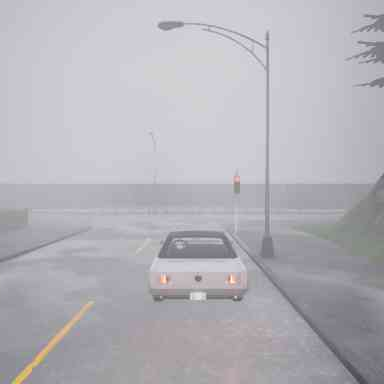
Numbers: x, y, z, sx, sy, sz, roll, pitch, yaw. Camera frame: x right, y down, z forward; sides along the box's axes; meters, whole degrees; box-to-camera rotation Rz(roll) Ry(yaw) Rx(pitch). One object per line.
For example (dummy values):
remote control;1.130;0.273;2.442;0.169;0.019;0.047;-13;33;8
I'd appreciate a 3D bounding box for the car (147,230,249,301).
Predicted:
car;0.118;1.601;8.256;1.895;1.301;4.718;0;0;0
